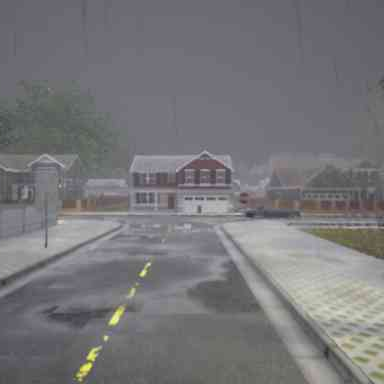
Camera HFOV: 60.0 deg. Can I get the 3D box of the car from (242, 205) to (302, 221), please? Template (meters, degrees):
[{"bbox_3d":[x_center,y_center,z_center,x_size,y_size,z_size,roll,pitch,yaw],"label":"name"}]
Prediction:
[{"bbox_3d":[6.707,1.748,27.981,4.718,1.301,1.895,0,0,0],"label":"car"}]
